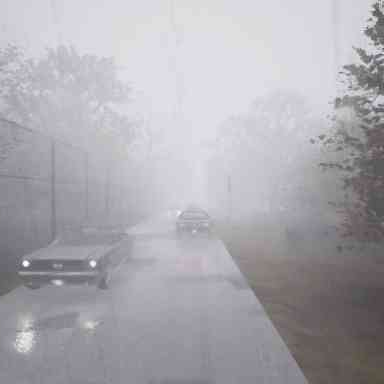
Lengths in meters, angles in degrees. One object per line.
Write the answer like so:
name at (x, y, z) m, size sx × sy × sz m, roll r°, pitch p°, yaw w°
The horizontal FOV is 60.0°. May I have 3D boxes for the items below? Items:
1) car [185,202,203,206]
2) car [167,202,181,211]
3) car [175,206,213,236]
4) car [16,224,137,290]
car at (0.203, 1.869, 36.880) m, size 1.837 × 1.490 × 4.892 m, roll 0°, pitch -1°, yaw 0°
car at (-2.642, 2.185, 49.891) m, size 1.895 × 1.301 × 4.718 m, roll 0°, pitch -1°, yaw 1°
car at (0.126, 1.704, 18.978) m, size 1.895 × 1.301 × 4.718 m, roll 0°, pitch 0°, yaw 0°
car at (-2.843, 1.630, 9.280) m, size 1.895 × 1.301 × 4.718 m, roll 0°, pitch 0°, yaw 0°
